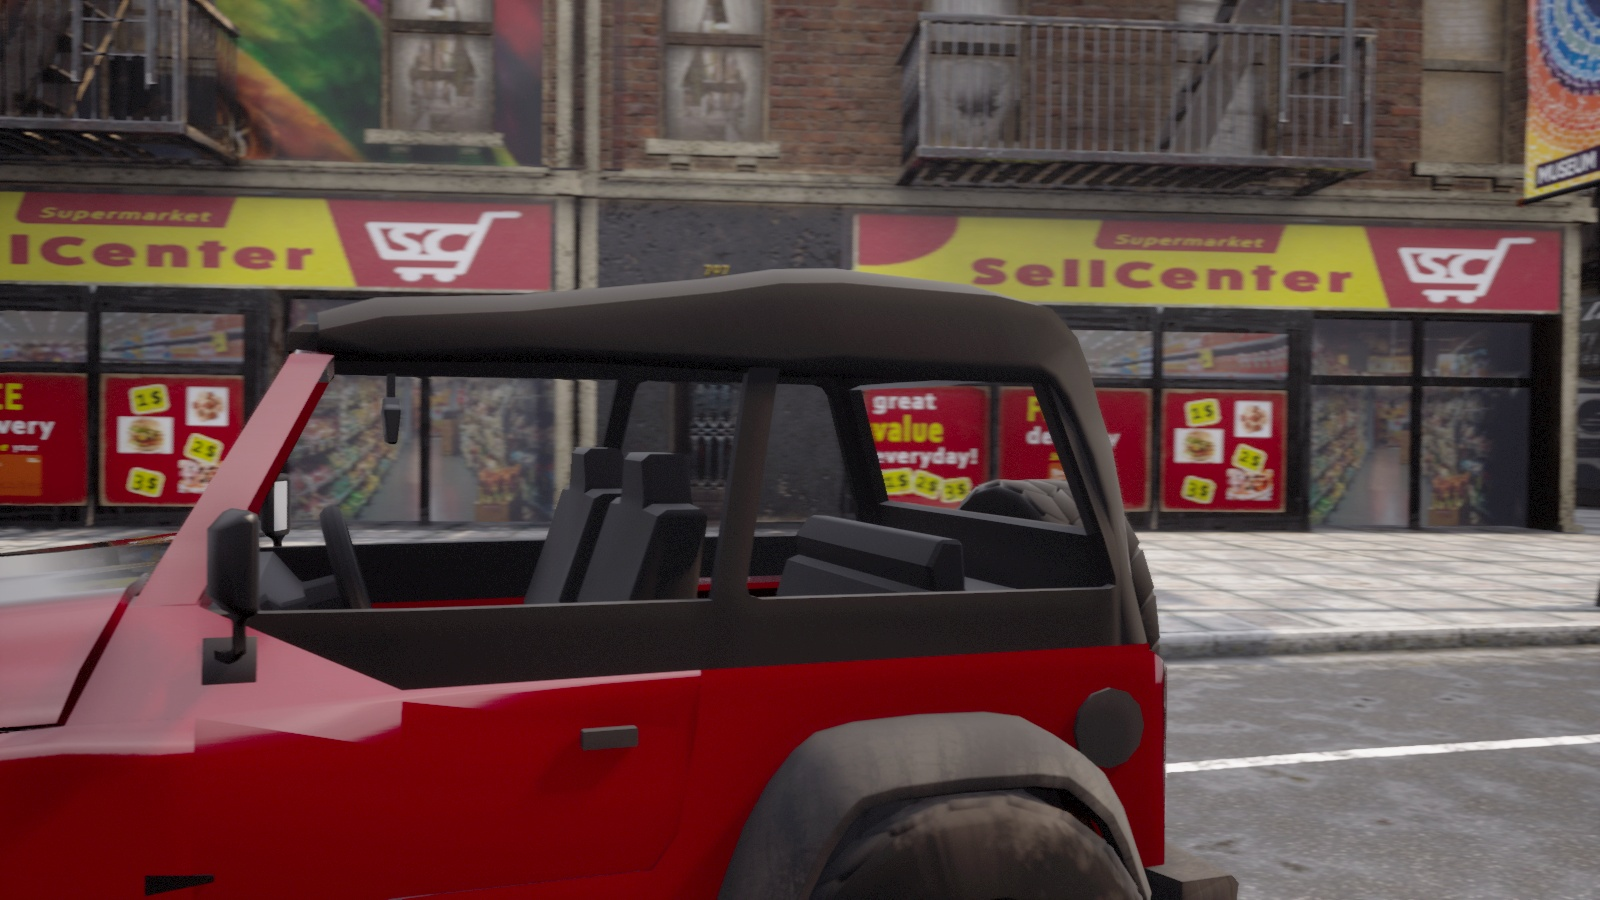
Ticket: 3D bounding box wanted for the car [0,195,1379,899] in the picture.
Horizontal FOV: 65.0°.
[{"bbox_3d":[-0.903,0.553,2.916,3.866,1.878,1.905,-1,1,-20],"label":"car"}]
